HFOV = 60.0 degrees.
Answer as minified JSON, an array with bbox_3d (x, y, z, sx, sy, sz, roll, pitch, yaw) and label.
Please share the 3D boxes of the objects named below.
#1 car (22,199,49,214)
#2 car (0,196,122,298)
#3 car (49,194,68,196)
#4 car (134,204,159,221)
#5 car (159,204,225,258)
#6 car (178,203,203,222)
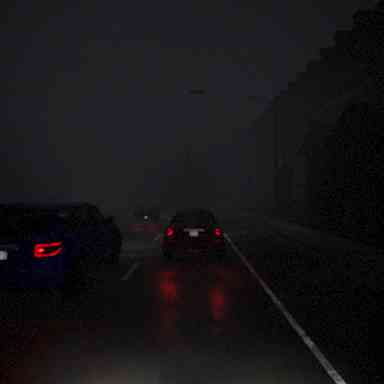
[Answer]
[{"bbox_3d":[-17.895,1.614,37.924,1.837,1.490,4.892,1,-1,-36],"label":"car"},{"bbox_3d":[-3.453,1.249,8.757,2.150,2.045,5.566,0,0,1],"label":"car"},{"bbox_3d":[-16.787,1.343,42.577,2.150,2.045,5.566,1,-1,-42],"label":"car"},{"bbox_3d":[-3.698,1.682,28.048,1.895,1.301,4.718,0,0,-3],"label":"car"},{"bbox_3d":[0.077,1.391,13.023,2.097,1.767,4.553,0,0,0],"label":"car"},{"bbox_3d":[-0.210,1.682,28.050,1.895,1.301,4.718,0,0,-3],"label":"car"}]
